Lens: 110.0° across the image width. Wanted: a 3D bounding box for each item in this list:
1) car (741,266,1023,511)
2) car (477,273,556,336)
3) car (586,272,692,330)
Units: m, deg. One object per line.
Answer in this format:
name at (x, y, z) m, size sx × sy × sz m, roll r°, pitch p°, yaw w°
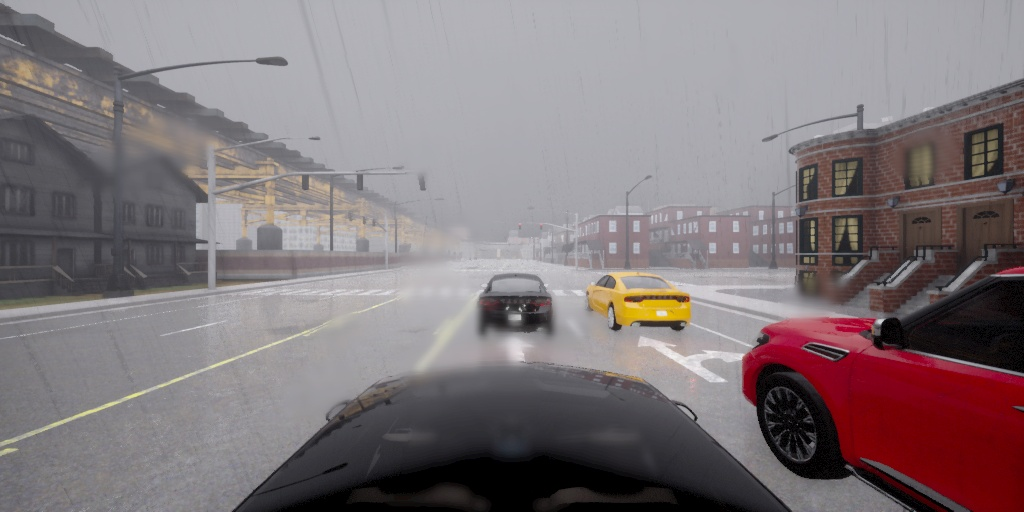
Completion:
car at (3.598, 0.971, 1.572) m, size 2.150 × 2.045 × 5.566 m, roll 0°, pitch 0°, yaw 0°
car at (0.102, 1.228, 10.392) m, size 1.882 × 1.535 × 5.008 m, roll 0°, pitch 0°, yaw 0°
car at (3.604, 1.228, 11.097) m, size 1.882 × 1.535 × 5.008 m, roll 0°, pitch 0°, yaw 0°
